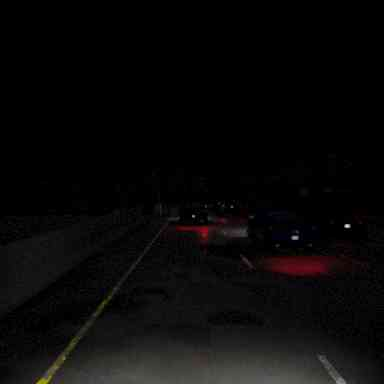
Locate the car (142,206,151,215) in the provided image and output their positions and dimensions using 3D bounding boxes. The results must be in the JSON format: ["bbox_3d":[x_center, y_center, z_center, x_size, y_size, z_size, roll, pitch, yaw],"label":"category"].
[{"bbox_3d":[-7.011,2.745,48.331,2.033,1.411,5.357,0,-6,0],"label":"car"}]

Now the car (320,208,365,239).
[{"bbox_3d":[7.099,1.517,17.205,1.994,1.385,4.181,0,0,0],"label":"car"}]

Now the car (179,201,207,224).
[{"bbox_3d":[0.097,1.417,24.081,1.882,1.535,5.008,0,0,0],"label":"car"}]

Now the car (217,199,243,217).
[{"bbox_3d":[3.598,1.433,32.118,2.097,1.767,4.553,0,-2,0],"label":"car"}]

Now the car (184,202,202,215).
[{"bbox_3d":[0.097,2.128,42.107,2.128,1.511,4.902,0,-4,0],"label":"car"}]

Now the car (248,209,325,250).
[{"bbox_3d":[3.598,1.439,14.078,1.882,1.535,5.008,0,0,0],"label":"car"}]

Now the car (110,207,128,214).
[{"bbox_3d":[-10.525,2.942,50.385,1.812,1.442,4.674,0,-7,1],"label":"car"}]
